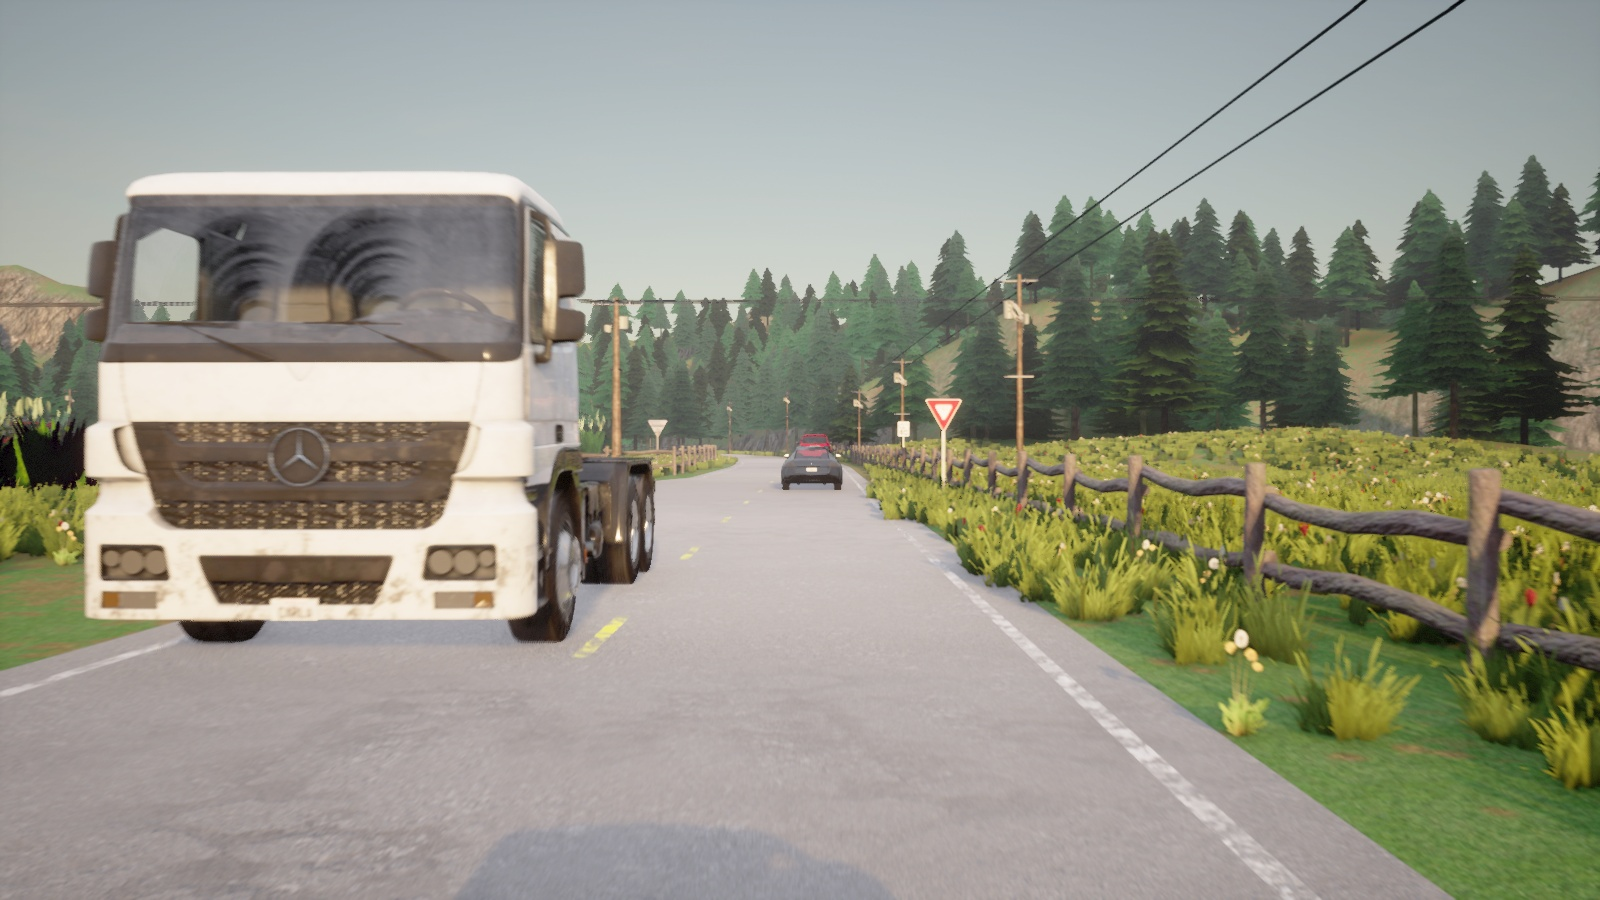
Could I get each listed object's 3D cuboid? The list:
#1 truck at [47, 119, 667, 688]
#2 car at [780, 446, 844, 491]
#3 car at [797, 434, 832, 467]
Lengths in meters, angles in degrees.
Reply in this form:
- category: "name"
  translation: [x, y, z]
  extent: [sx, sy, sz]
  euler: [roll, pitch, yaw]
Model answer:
- category: "truck"
  translation: [-3.118, -0.303, 11.617]
  extent: [2.891, 3.462, 7.936]
  euler: [0, 0, 0]
- category: "car"
  translation: [0.407, 0.575, 41.434]
  extent: [1.994, 1.385, 4.181]
  euler: [0, 0, 1]
- category: "car"
  translation: [0.906, 0.004, 82.018]
  extent: [2.150, 2.045, 5.566]
  euler: [0, 0, -1]
